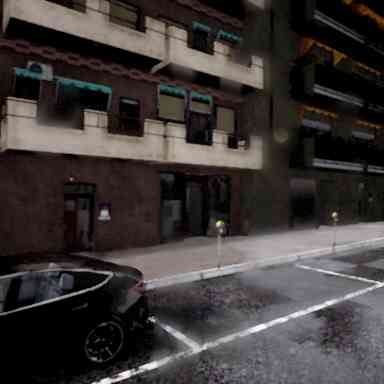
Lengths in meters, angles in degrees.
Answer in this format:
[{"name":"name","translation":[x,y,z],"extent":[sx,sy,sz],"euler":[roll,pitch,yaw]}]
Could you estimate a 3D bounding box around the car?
[{"name":"car","translation":[-2.622,1.565,4.208],"extent":[4.313,1.339,1.947],"euler":[0,2,-36]}]
